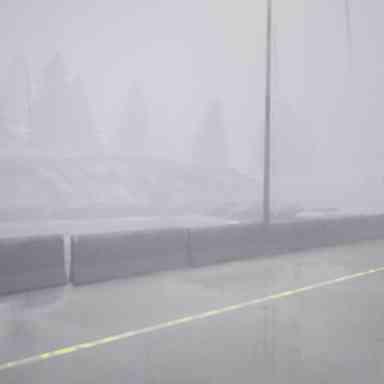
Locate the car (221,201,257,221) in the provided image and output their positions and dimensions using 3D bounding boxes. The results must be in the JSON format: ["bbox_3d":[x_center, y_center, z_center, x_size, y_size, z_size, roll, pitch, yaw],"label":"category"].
[{"bbox_3d":[5.112,1.669,29.165,4.674,1.442,1.812,0,0,-36],"label":"car"}]

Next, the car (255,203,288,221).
[{"bbox_3d":[7.588,1.745,26.633,4.718,1.301,1.895,0,0,-36],"label":"car"}]

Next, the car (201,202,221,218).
[{"bbox_3d":[3.057,1.649,31.998,4.892,1.490,1.837,0,0,-36],"label":"car"}]

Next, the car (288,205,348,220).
[{"bbox_3d":[9.191,1.669,23.477,4.674,1.442,1.812,0,0,-36],"label":"car"}]
